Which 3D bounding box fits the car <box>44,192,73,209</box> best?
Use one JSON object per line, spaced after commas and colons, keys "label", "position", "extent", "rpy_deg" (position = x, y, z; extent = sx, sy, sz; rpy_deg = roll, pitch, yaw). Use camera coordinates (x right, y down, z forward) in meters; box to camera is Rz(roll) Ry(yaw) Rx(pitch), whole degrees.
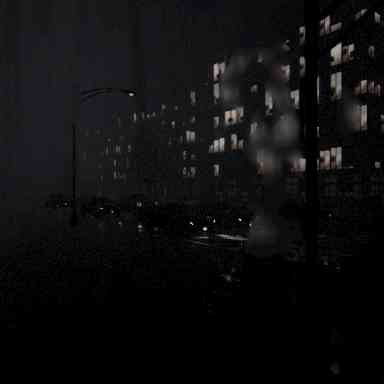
{"label": "car", "position": [-13.242, 0.947, 33.193], "extent": [1.994, 1.385, 4.181], "rpy_deg": [0, 1, -38]}

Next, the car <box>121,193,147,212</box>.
{"label": "car", "position": [-4.613, 0.911, 27.468], "extent": [2.097, 1.767, 4.553], "rpy_deg": [0, 1, -38]}

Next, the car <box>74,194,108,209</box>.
{"label": "car", "position": [-10.810, 0.976, 35.360], "extent": [1.895, 1.301, 4.718], "rpy_deg": [0, 1, -38]}

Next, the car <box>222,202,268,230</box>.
{"label": "car", "position": [1.576, 1.289, 19.667], "extent": [2.033, 1.411, 5.357], "rpy_deg": [0, 1, -36]}

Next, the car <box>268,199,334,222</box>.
{"label": "car", "position": [7.304, 1.241, 23.081], "extent": [2.128, 1.511, 4.902], "rpy_deg": [0, 1, -38]}

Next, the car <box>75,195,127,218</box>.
{"label": "car", "position": [-7.043, 1.092, 25.294], "extent": [1.812, 1.442, 4.674], "rpy_deg": [0, 1, -38]}

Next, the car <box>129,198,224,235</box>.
{"label": "car", "position": [-1.030, 1.292, 17.668], "extent": [2.033, 1.411, 5.357], "rpy_deg": [0, 1, -38]}

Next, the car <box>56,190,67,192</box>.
{"label": "car", "position": [-25.406, 0.300, 64.824], "extent": [1.812, 1.442, 4.674], "rpy_deg": [0, 1, -38]}
